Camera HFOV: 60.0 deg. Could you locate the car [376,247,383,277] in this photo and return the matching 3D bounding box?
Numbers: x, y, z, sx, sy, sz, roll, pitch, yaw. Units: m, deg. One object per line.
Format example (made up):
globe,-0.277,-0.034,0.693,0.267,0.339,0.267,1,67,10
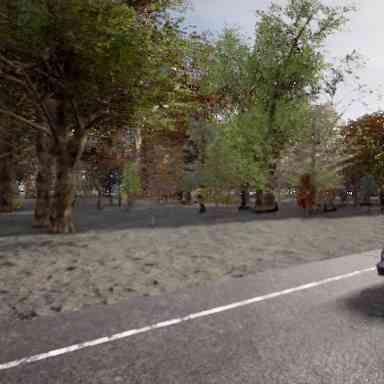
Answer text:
car,6.876,1.565,8.661,5.357,1.411,2.033,0,0,-36
